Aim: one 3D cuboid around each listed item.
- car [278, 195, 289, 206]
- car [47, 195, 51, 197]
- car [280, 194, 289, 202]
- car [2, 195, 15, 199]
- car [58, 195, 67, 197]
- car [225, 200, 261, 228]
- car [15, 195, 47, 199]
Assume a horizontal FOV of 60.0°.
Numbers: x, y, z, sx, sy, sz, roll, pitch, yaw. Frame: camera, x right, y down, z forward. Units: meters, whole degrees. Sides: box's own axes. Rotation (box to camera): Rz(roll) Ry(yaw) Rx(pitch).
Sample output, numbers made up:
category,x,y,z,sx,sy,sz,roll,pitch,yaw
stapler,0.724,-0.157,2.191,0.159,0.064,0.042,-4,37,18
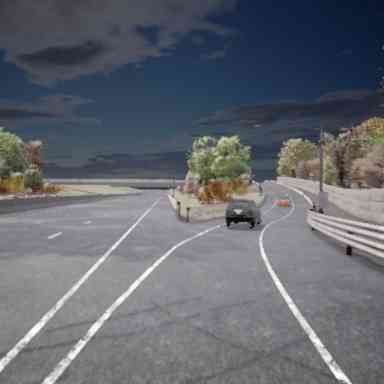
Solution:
category,x,y,z,sx,sy,sz,roll,pitch,yaw
car,17.626,1.770,64.052,2.097,1.767,4.553,1,2,16
car,-30.128,1.320,68.027,2.033,1.411,5.357,0,0,-4
car,20.401,1.330,73.797,1.837,1.490,4.892,1,4,14
car,-29.010,1.286,53.127,1.882,1.535,5.008,0,0,-4
car,-26.651,1.321,68.464,2.128,1.511,4.902,0,0,-4
car,4.121,1.640,26.208,2.150,2.045,5.566,0,-1,18
car,-25.497,1.323,52.902,2.128,1.511,4.902,0,0,-4
